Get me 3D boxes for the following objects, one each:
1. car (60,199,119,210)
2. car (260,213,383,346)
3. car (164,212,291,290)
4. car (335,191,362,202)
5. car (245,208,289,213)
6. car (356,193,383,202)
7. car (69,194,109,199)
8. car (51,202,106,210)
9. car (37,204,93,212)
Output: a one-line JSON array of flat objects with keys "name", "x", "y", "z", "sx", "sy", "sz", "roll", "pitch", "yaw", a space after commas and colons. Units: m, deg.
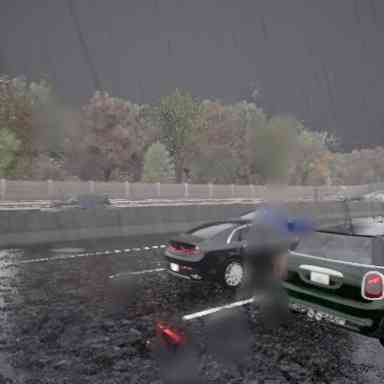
[{"name": "car", "x": -8.701, "y": 1.550, "z": 27.879, "sx": 5.357, "sy": 1.411, "sz": 2.033, "roll": 0, "pitch": 0, "yaw": -35}, {"name": "car", "x": 3.712, "y": 1.354, "z": 6.395, "sx": 4.553, "sy": 1.767, "sz": 2.097, "roll": 0, "pitch": 0, "yaw": -35}, {"name": "car", "x": 1.575, "y": 1.507, "z": 9.168, "sx": 4.892, "sy": 1.490, "sz": 1.837, "roll": 0, "pitch": 0, "yaw": -35}, {"name": "car", "x": 24.444, "y": 0.909, "z": 51.396, "sx": 5.566, "sy": 2.045, "sz": 2.150, "roll": 0, "pitch": 0, "yaw": -35}, {"name": "car", "x": 3.679, "y": 1.483, "z": 14.965, "sx": 5.008, "sy": 1.535, "sz": 1.882, "roll": 0, "pitch": 0, "yaw": -36}, {"name": "car", "x": 26.527, "y": 1.487, "z": 48.582, "sx": 4.553, "sy": 1.767, "sz": 2.097, "roll": 0, "pitch": 0, "yaw": -35}, {"name": "car", "x": -10.312, "y": 1.225, "z": 31.028, "sx": 5.566, "sy": 2.045, "sz": 2.150, "roll": 0, "pitch": 0, "yaw": -35}, {"name": "car", "x": -8.844, "y": 1.602, "z": 23.479, "sx": 4.718, "sy": 1.301, "sz": 1.895, "roll": 0, "pitch": 0, "yaw": -35}, {"name": "car", "x": -8.559, "y": 1.601, "z": 19.384, "sx": 4.718, "sy": 1.301, "sz": 1.895, "roll": 0, "pitch": 0, "yaw": -35}]
